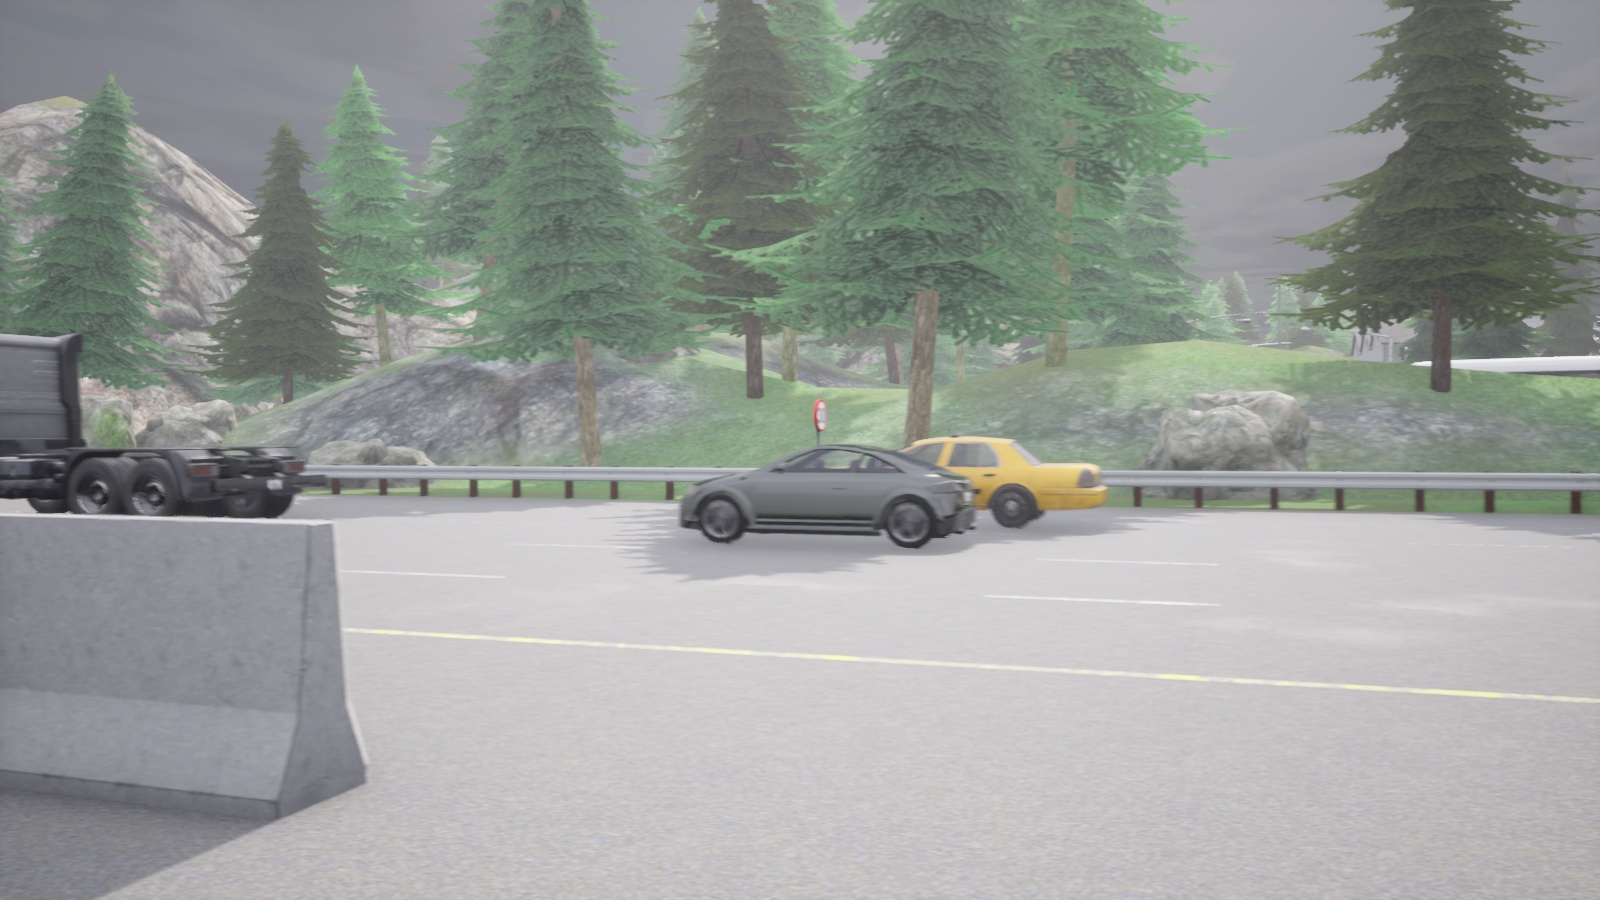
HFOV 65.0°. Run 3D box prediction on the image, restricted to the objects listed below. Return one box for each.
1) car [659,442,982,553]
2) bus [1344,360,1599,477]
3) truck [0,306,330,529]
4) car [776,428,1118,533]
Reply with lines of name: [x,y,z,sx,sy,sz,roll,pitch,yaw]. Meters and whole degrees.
car: [0.324,0.606,17.860,4.181,1.385,1.994,1,1,19]
bus: [27.450,-1.257,49.630,10.273,4.253,3.944,1,2,37]
truck: [-12.574,-0.558,22.195,7.936,3.462,2.891,1,1,19]
car: [2.435,0.441,20.839,5.366,1.575,1.801,1,1,19]
